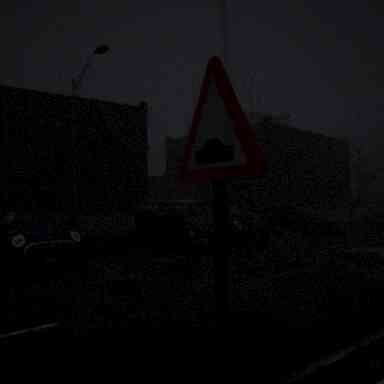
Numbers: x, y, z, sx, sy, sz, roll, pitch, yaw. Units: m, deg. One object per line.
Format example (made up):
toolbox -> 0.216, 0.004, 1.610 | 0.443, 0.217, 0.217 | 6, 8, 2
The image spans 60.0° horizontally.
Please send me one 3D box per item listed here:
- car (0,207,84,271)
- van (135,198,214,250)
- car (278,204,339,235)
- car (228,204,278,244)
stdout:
car -> -5.262, 1.361, 11.237 | 2.185, 1.767, 4.553 | 0, 0, -35
van -> -0.749, 1.259, 14.271 | 1.878, 1.987, 4.442 | 0, 0, -35
car -> 5.996, 1.476, 19.184 | 2.163, 1.488, 4.792 | 0, 0, -35
car -> 1.534, 1.349, 16.079 | 2.185, 1.767, 4.553 | 0, 0, -35
